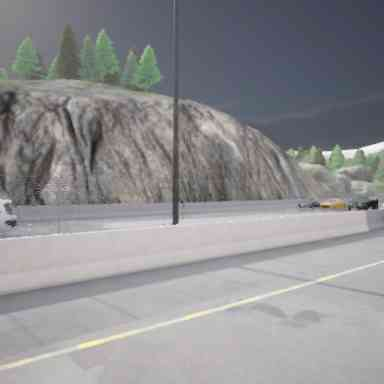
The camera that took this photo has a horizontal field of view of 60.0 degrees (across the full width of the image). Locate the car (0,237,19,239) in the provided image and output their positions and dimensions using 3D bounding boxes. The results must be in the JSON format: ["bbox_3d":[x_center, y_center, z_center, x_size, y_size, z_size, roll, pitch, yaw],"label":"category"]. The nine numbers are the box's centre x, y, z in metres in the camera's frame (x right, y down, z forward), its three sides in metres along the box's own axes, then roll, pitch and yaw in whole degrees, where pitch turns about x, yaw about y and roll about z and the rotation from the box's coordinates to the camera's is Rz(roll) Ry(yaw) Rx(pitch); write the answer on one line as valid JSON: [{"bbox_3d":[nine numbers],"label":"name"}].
[{"bbox_3d":[-8.678,1.245,10.750,5.566,2.045,2.150,0,0,-36],"label":"car"}]

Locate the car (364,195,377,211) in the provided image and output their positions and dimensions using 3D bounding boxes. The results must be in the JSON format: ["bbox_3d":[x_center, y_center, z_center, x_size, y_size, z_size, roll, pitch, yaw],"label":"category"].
[{"bbox_3d":[21.516,1.361,41.627,5.566,2.045,2.150,1,-1,-43],"label":"car"}]

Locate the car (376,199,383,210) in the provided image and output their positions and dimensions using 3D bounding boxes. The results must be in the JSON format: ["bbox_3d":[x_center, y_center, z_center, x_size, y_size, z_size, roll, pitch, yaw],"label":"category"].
[{"bbox_3d":[23.522,1.656,38.707,4.674,1.442,1.812,0,0,-43],"label":"car"}]
